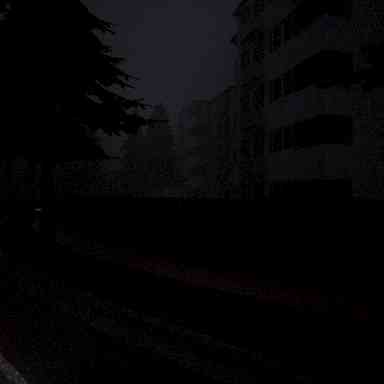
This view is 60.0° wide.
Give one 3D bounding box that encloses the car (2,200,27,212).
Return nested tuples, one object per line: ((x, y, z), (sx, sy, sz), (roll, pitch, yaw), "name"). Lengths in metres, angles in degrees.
((-20.130, 1.563, 38.794), (1.994, 1.385, 4.181), (0, 0, 2), "car")

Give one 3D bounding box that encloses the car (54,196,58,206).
((-19.098, 1.351, 49.146), (2.097, 1.767, 4.553), (0, 0, 16), "car")
